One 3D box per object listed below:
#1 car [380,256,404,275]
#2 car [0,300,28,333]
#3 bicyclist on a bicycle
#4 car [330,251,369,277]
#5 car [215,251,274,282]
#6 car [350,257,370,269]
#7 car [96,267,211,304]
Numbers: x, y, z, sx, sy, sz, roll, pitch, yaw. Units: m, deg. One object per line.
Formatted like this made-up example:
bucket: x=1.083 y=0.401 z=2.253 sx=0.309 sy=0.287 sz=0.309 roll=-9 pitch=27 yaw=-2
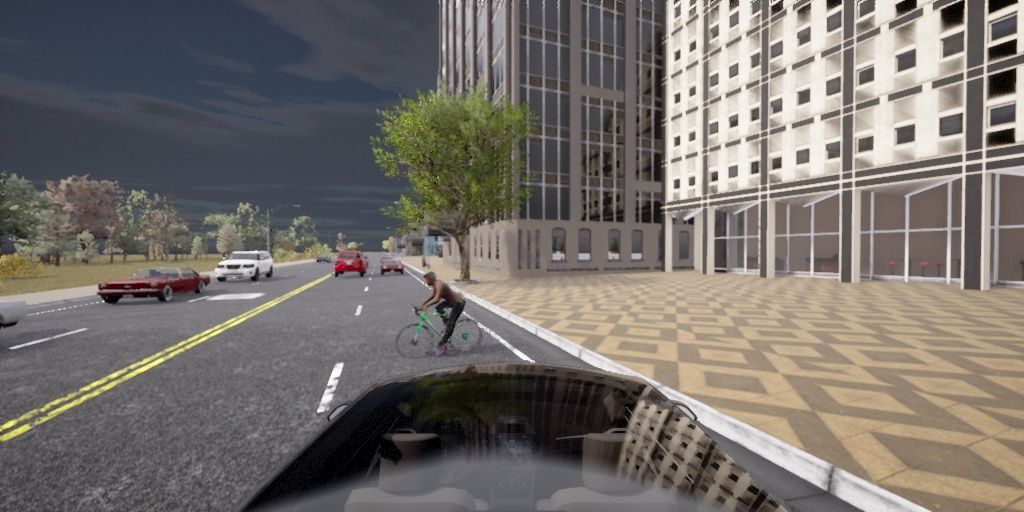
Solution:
car: x=-10.795 y=0.941 z=32.236 sx=1.895 sy=1.301 sz=4.718 roll=0 pitch=1 yaw=-20
car: x=-11.770 y=1.291 z=6.213 sx=1.895 sy=1.301 sz=4.718 roll=0 pitch=1 yaw=-20
bicyclist on a bicycle: x=-1.385 y=1.125 z=6.873 sx=1.656 sy=1.620 sz=0.582 roll=-2 pitch=1 yaw=-20
car: x=-13.426 y=0.595 z=30.034 sx=2.150 sy=2.045 sz=5.566 roll=0 pitch=1 yaw=-20
car: x=-18.846 y=0.651 z=25.584 sx=2.150 sy=2.045 sz=5.566 roll=0 pitch=1 yaw=-20
car: x=-18.374 y=0.788 z=43.484 sx=1.895 sy=1.301 sz=4.718 roll=0 pitch=1 yaw=-20
car: x=-15.191 y=1.166 z=15.534 sx=1.895 sy=1.301 sz=4.718 roll=0 pitch=1 yaw=-20
